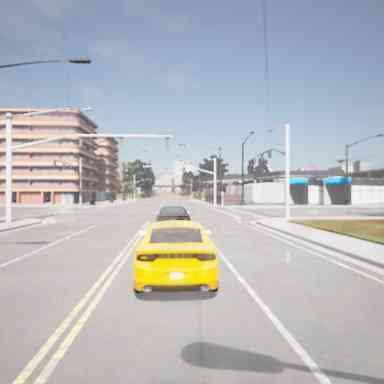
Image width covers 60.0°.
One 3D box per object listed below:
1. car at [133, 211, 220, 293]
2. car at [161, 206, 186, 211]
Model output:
[{"bbox_3d":[-0.435,1.509,8.997,1.882,1.535,5.008,0,0,-3],"label":"car"},{"bbox_3d":[-1.086,1.545,19.393,1.882,1.535,5.008,0,0,-3],"label":"car"}]
